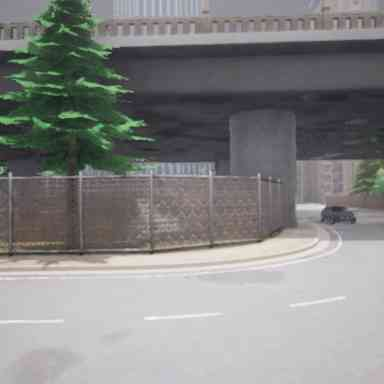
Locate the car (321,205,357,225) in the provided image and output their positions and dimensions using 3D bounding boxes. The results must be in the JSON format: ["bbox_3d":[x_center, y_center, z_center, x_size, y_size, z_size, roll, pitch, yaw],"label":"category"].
[{"bbox_3d":[12.233,1.892,28.004,1.837,1.490,4.892,-1,-1,7],"label":"car"}]
